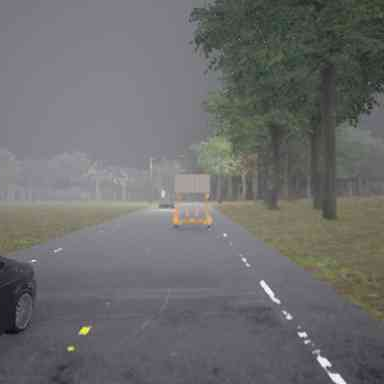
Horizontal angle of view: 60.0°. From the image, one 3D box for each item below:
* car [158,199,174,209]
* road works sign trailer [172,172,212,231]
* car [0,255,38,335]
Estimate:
[{"bbox_3d":[-3.556,1.711,47.120,1.994,1.385,4.181,0,0,0],"label":"car"},{"bbox_3d":[0.021,0.520,21.193,2.380,3.560,2.880,0,0,-1],"label":"road works sign trailer"},{"bbox_3d":[-3.596,1.536,4.072,1.812,1.442,4.674,0,0,0],"label":"car"}]
